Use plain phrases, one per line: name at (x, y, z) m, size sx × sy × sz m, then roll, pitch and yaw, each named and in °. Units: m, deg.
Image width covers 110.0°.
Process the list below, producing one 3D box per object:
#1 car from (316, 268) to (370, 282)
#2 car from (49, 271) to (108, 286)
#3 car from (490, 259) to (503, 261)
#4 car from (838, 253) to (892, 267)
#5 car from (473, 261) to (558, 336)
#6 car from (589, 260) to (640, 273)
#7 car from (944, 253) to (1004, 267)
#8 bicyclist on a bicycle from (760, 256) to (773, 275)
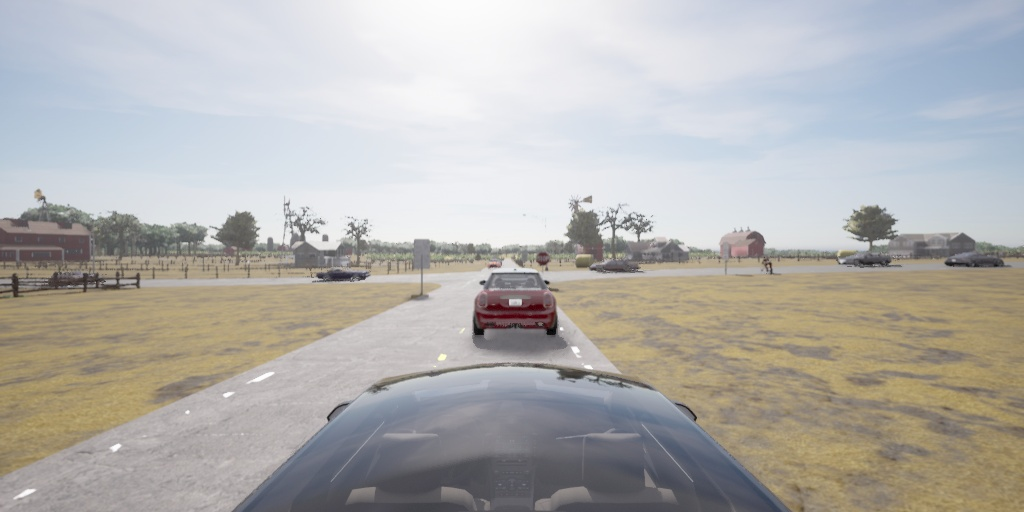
car at (-16.802, 1.823, 35.933) m, size 4.718 × 1.301 × 1.895 m, roll -1°, pitch 1°, yaw 0°
car at (-43.270, 2.207, 35.866) m, size 4.181 × 1.385 × 1.994 m, roll 0°, pitch 1°, yaw 0°
car at (-3.120, 1.363, 62.288) m, size 2.097 × 1.767 × 4.553 m, roll 0°, pitch 0°, yaw 0°
car at (39.073, 0.420, 39.782) m, size 4.902 × 1.511 × 2.128 m, roll -1°, pitch 1°, yaw 0°
car at (0.079, 1.133, 10.687) m, size 2.097 × 1.767 × 4.553 m, roll 0°, pitch 0°, yaw 0°
car at (11.336, 1.110, 39.845) m, size 5.357 × 1.411 × 2.033 m, roll -1°, pitch 1°, yaw 4°
car at (46.595, 0.389, 36.169) m, size 4.181 × 1.385 × 1.994 m, roll -1°, pitch 1°, yaw 0°
bicyclist on a bicycle at (22.803, 0.864, 32.153) m, size 0.582 × 1.620 × 1.656 m, roll -1°, pitch -1°, yaw 0°
